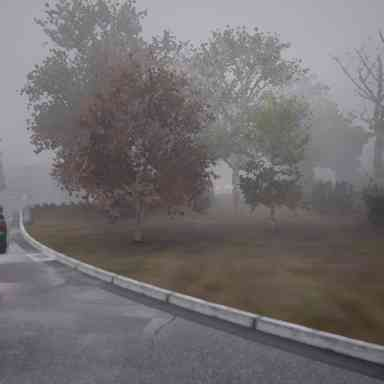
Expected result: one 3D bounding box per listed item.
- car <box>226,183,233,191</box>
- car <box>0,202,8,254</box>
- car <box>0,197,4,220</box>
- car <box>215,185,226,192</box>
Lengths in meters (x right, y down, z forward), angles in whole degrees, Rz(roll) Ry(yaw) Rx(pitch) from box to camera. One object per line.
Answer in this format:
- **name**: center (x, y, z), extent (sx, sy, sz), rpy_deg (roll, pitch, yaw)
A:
- **car**: center (10.697, -1.418, 93.779), extent (5.566, 2.045, 2.435), rpy_deg (-4, 2, -32)
- **car**: center (-8.375, 1.172, 12.527), extent (2.150, 2.045, 5.566), rpy_deg (0, 1, -35)
- **car**: center (-15.529, 1.228, 25.420), extent (1.882, 1.535, 5.008), rpy_deg (0, 0, -27)
- **car**: center (5.773, -0.815, 90.747), extent (5.366, 1.575, 1.946), rpy_deg (-4, 2, -32)
